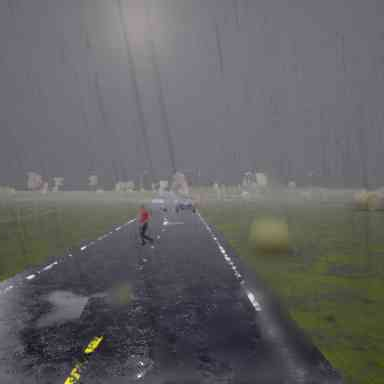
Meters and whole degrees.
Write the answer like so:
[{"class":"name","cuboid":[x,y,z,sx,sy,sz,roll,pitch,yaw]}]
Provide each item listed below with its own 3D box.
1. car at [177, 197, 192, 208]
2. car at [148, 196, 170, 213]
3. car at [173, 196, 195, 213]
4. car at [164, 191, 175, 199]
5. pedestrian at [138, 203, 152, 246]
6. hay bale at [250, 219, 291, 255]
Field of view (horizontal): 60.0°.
[{"class":"car","cuboid":[-1.089,1.460,47.723,2.128,1.511,4.902,0,0,-2]},{"class":"car","cuboid":[-3.665,1.506,36.740,1.812,1.442,4.674,0,0,-2]},{"class":"car","cuboid":[-0.736,1.333,37.478,2.097,1.767,4.553,0,0,-2]},{"class":"car","cuboid":[-5.160,0.867,77.033,2.150,2.045,5.566,0,0,-3]},{"class":"pedestrian","cuboid":[-1.967,1.289,13.757,0.375,1.860,0.375,0,0,1]},{"class":"hay bale","cuboid":[2.931,1.651,12.521,1.220,1.180,1.240,0,0,-1]}]
